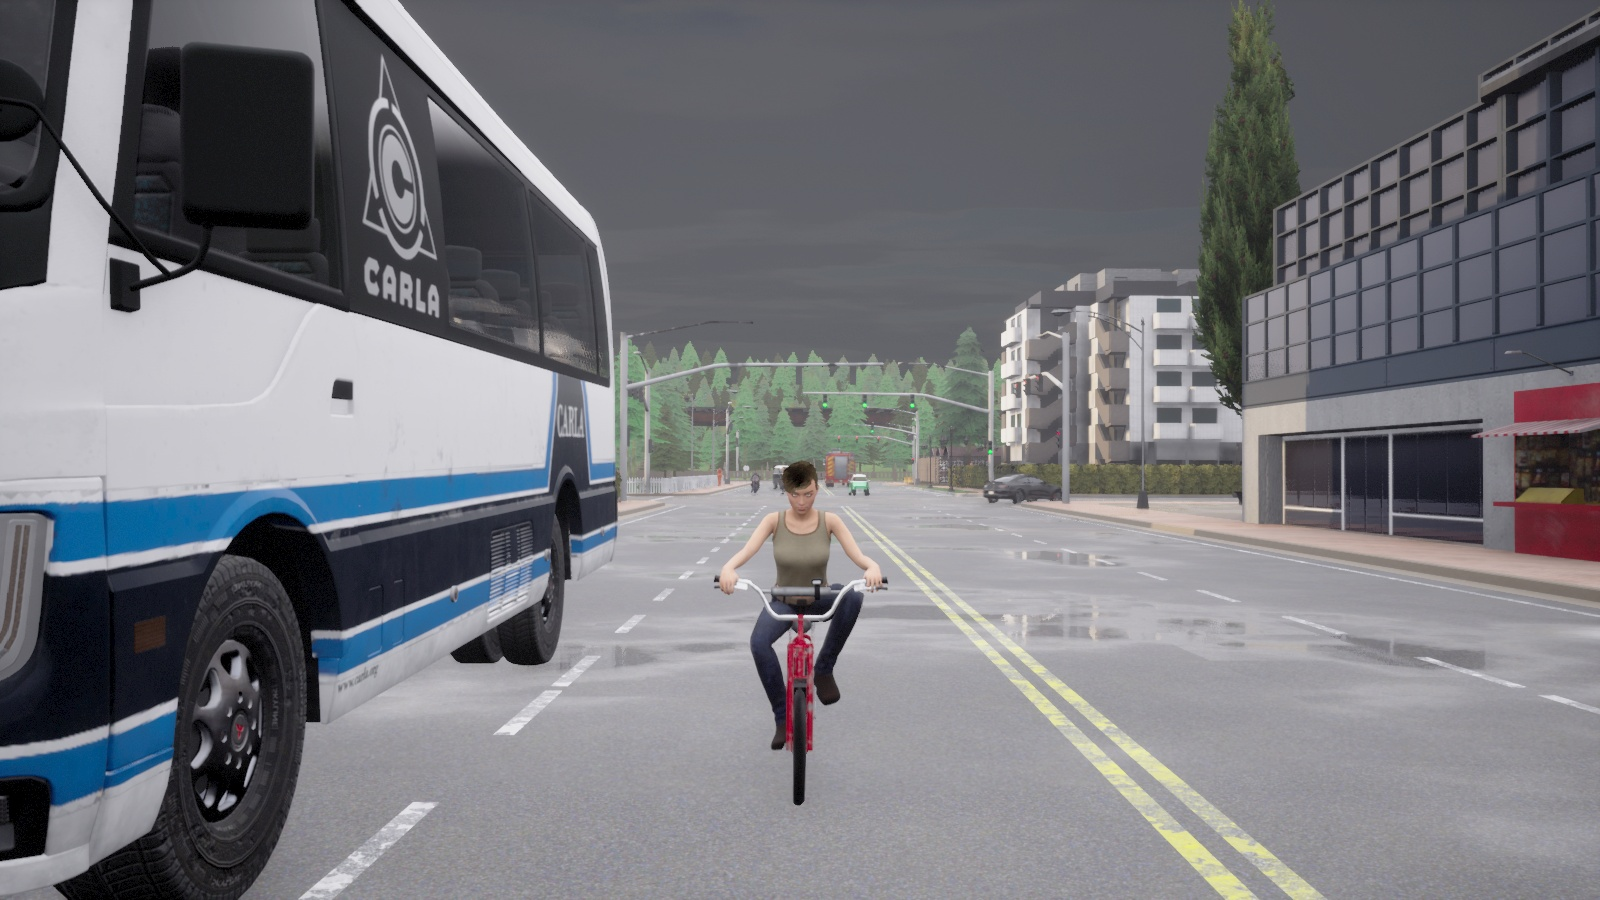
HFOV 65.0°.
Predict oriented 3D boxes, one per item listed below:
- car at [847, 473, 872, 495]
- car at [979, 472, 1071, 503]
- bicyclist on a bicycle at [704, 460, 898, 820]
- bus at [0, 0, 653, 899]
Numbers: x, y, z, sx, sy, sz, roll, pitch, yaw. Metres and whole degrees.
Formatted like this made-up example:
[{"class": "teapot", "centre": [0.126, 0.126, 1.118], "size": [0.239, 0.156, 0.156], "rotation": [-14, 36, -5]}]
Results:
[{"class": "car", "centre": [3.835, 2.210, 80.923], "size": [1.481, 1.376, 2.207], "rotation": [0, -1, 0]}, {"class": "car", "centre": [11.170, 1.838, 62.202], "size": [4.674, 1.442, 1.812], "rotation": [1, -2, -37]}, {"class": "bicyclist on a bicycle", "centre": [0.013, 0.859, 6.388], "size": [0.866, 1.612, 1.509], "rotation": [0, -1, 1]}, {"class": "bus", "centre": [-3.490, -0.422, 7.539], "size": [3.944, 4.253, 10.273], "rotation": [0, 0, 0]}]
